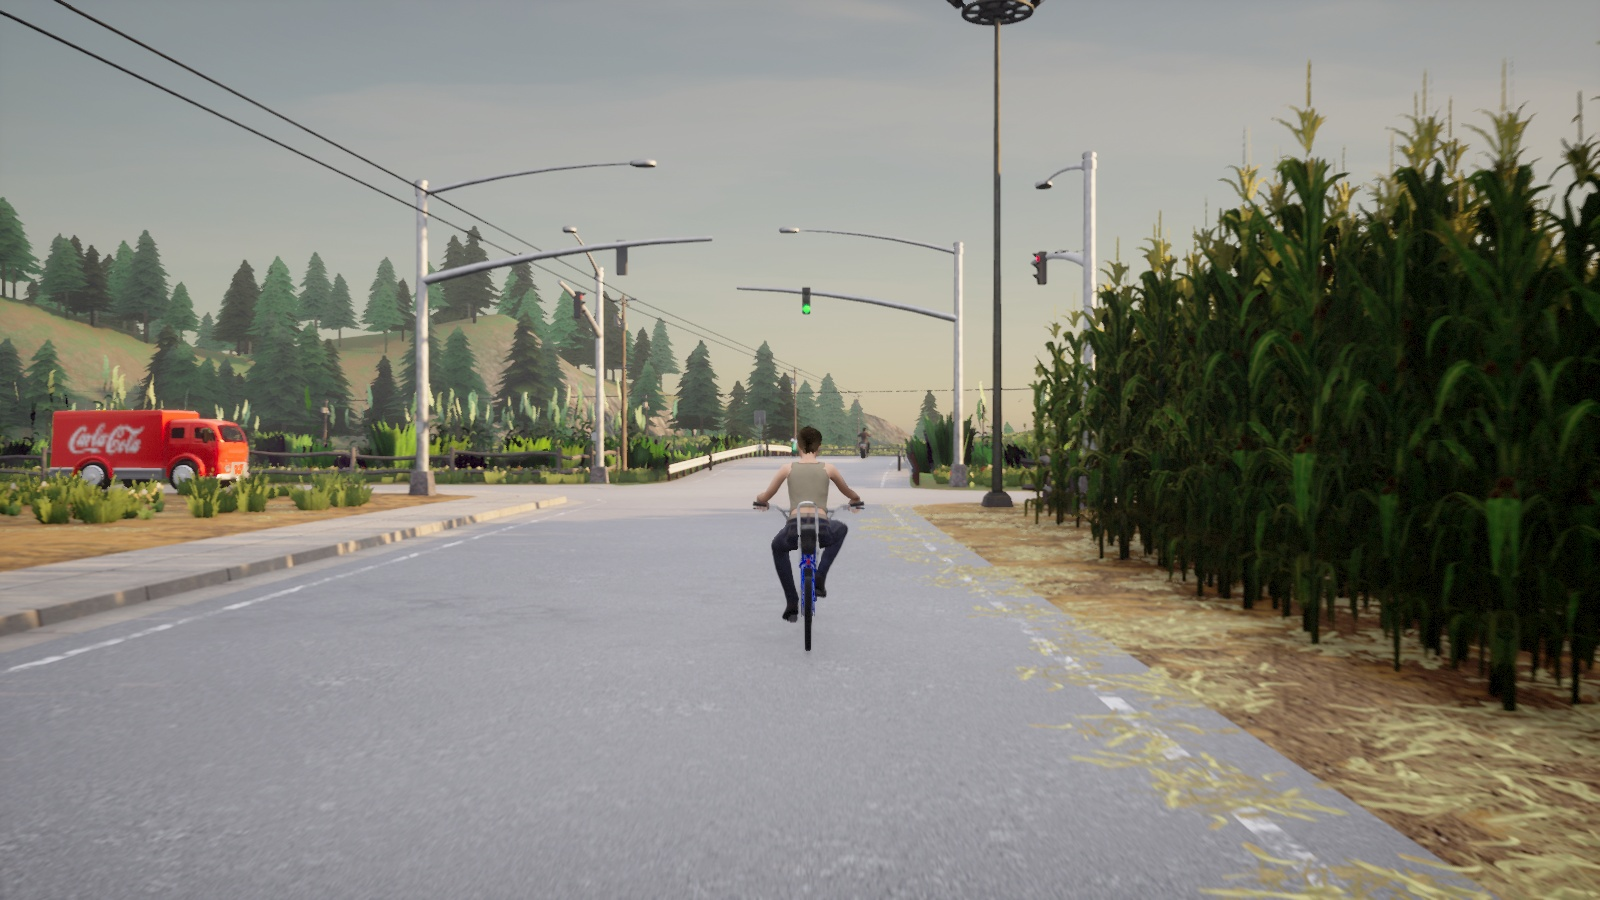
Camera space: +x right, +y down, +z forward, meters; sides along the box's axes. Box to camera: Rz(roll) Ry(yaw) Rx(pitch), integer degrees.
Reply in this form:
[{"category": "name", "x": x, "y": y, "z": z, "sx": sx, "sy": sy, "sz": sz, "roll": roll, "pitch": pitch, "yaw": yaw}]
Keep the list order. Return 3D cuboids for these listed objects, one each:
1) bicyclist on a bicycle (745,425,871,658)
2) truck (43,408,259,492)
[{"category": "bicyclist on a bicycle", "x": 0.064, "y": 0.630, "z": 9.435, "sx": 0.866, "sy": 1.612, "sz": 1.509, "roll": 0, "pitch": 0, "yaw": 1}, {"category": "truck", "x": -19.586, "y": -0.006, "z": 38.111, "sx": 5.204, "sy": 2.467, "sz": 2.627, "roll": 0, "pitch": 0, "yaw": 3}]
